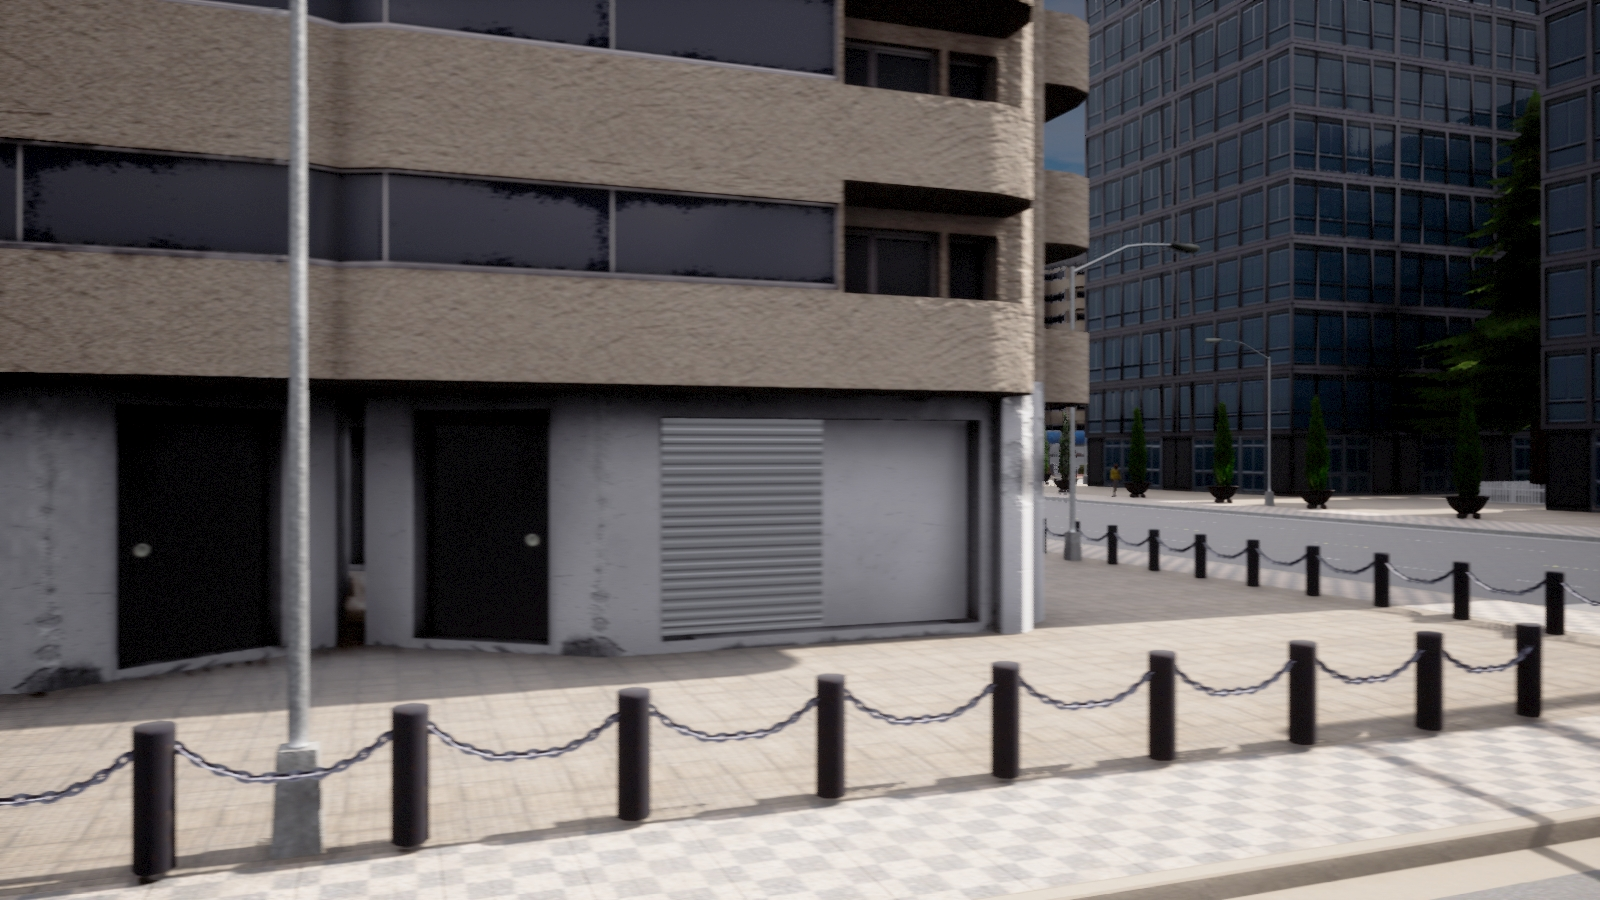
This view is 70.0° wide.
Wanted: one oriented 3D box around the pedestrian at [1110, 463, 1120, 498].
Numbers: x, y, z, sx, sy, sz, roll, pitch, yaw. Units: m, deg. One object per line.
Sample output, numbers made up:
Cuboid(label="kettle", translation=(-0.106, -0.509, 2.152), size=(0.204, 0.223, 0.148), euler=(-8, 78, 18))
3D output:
Cuboid(label="pedestrian", translation=(17.051, 1.641, 61.806), size=(0.375, 1.860, 0.375), euler=(0, 0, -20))
